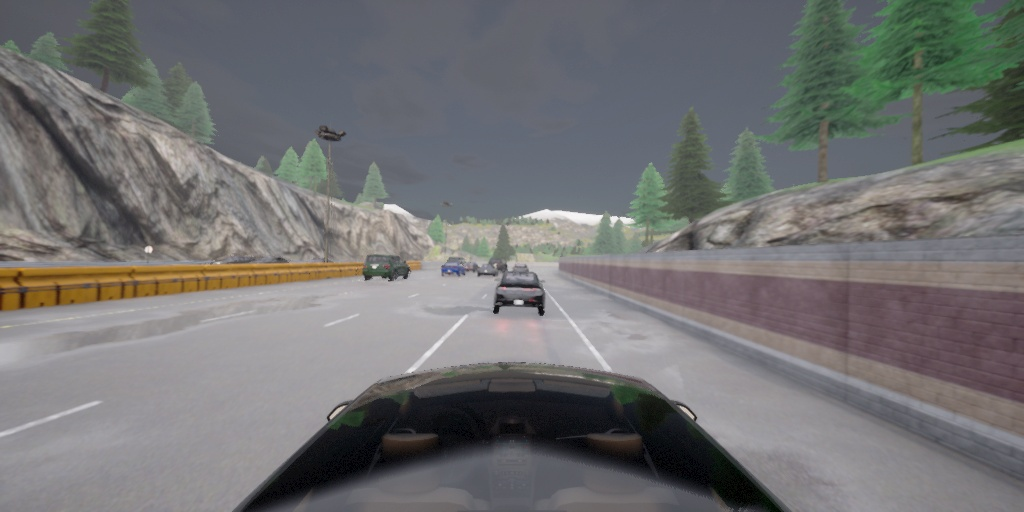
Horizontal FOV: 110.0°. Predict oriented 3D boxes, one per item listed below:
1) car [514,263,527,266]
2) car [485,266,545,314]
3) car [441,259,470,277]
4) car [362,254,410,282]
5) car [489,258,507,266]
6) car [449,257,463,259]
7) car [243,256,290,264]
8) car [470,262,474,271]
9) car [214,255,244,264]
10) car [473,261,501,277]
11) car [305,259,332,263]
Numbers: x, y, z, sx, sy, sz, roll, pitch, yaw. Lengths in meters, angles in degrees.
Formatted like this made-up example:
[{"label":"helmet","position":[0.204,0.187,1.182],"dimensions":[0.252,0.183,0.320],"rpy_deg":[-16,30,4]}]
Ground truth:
[{"label":"car","position":[0.999,1.602,41.493],"dimensions":[2.128,1.511,4.902],"rpy_deg":[2,0,3]},{"label":"car","position":[0.312,1.357,14.467],"dimensions":[2.128,1.511,4.902],"rpy_deg":[2,0,2]},{"label":"car","position":[-6.175,1.355,38.430],"dimensions":[1.882,1.535,5.008],"rpy_deg":[2,0,2]},{"label":"car","position":[-9.865,0.911,28.506],"dimensions":[2.150,2.045,5.566],"rpy_deg":[2,0,1]},{"label":"car","position":[-1.973,1.312,49.405],"dimensions":[2.150,2.045,5.566],"rpy_deg":[2,0,7]},{"label":"car","position":[-8.267,1.178,55.085],"dimensions":[2.150,2.045,5.566],"rpy_deg":[1,0,8]},{"label":"car","position":[-27.225,0.794,40.449],"dimensions":[1.837,1.490,4.892],"rpy_deg":[2,-1,3]},{"label":"car","position":[-5.587,1.530,49.045],"dimensions":[2.033,1.411,5.357],"rpy_deg":[2,0,6]},{"label":"car","position":[-30.735,0.676,40.121],"dimensions":[2.128,1.511,4.902],"rpy_deg":[2,-1,2]},{"label":"car","position":[-2.636,1.550,39.206],"dimensions":[1.994,1.385,4.181],"rpy_deg":[2,0,3]},{"label":"car","position":[-20.318,1.011,37.637],"dimensions":[2.033,1.411,5.357],"rpy_deg":[2,0,2]}]
